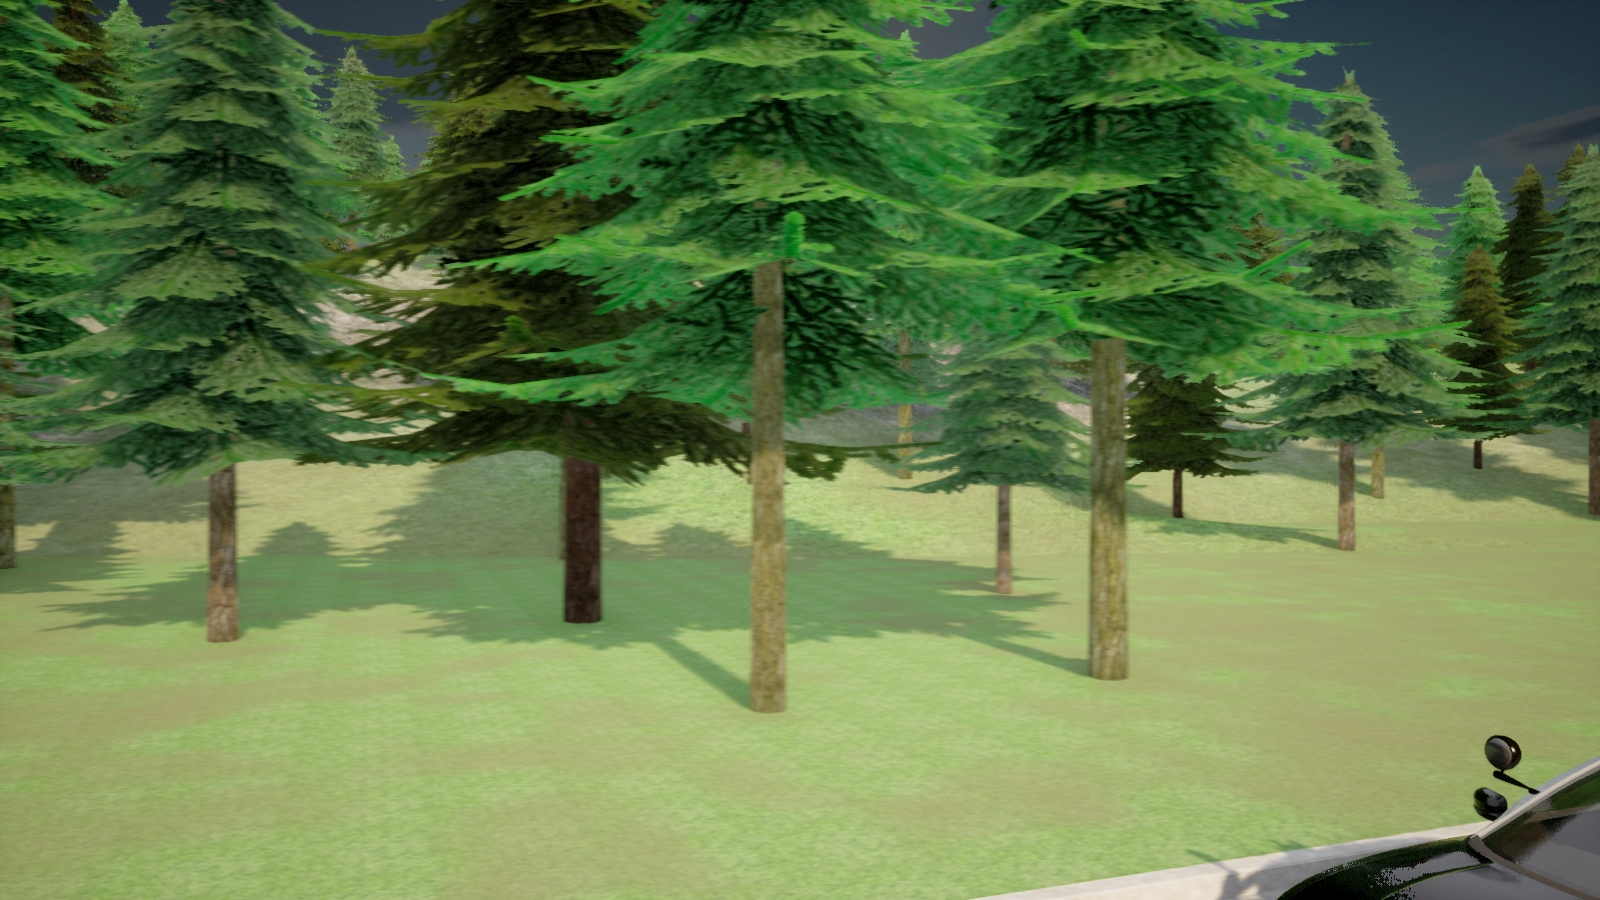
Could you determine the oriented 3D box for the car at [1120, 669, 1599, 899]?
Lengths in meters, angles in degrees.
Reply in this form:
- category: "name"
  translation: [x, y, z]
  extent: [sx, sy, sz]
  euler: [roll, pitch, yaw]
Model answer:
- category: "car"
  translation: [4.234, 1.982, 4.956]
  extent: [5.238, 1.638, 2.097]
  euler: [0, 0, -20]
